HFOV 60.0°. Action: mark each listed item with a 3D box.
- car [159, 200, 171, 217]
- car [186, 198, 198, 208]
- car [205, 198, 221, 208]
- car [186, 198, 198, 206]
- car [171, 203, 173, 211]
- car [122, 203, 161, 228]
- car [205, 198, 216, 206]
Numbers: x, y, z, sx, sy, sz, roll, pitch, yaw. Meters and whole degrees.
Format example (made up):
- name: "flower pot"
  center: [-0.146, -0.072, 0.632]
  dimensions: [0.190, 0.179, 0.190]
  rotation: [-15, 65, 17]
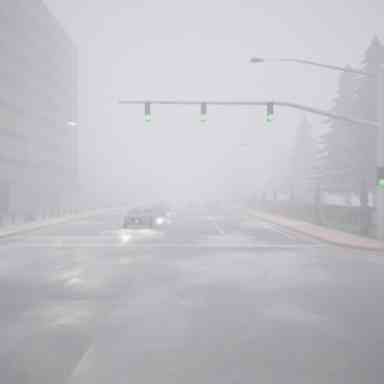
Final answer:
- name: "car"
  center: [-3.577, 1.781, 33.484]
  dimensions: [1.994, 1.385, 4.181]
  rotation: [0, 0, 1]
- name: "car"
  center: [-0.001, 1.795, 53.357]
  dimensions: [1.882, 1.535, 5.008]
  rotation: [0, 0, 0]
- name: "car"
  center: [3.597, 1.794, 53.696]
  dimensions: [1.882, 1.535, 5.008]
  rotation: [0, 0, 0]
- name: "car"
  center: [-0.001, 1.857, 62.607]
  dimensions: [2.128, 1.511, 4.902]
  rotation: [0, 0, 0]
- name: "car"
  center: [-3.584, 1.774, 43.508]
  dimensions: [1.837, 1.490, 4.892]
  rotation: [0, 0, 0]
- name: "car"
  center: [-3.589, 1.730, 23.592]
  dimensions: [1.994, 1.385, 4.181]
  rotation: [0, 0, 0]
- name: "car"
  center: [3.499, 1.844, 63.261]
  dimensions: [1.882, 1.535, 5.008]
  rotation: [0, 0, 0]
